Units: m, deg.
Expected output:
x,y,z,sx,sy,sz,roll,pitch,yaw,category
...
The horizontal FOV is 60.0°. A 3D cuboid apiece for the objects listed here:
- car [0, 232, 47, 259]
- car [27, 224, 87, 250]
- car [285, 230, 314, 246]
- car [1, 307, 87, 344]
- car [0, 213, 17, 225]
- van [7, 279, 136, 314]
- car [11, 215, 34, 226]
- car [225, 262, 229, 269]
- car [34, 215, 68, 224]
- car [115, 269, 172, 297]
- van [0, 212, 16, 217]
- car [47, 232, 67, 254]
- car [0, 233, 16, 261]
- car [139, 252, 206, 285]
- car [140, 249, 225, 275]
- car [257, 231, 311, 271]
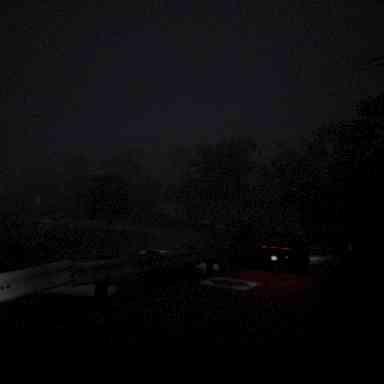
x,y,z,sx,sy,sz,roll,pitch,yaw,category
-16.089,4.556,28.682,5.566,2.045,2.435,1,-1,6,car
-13.581,4.694,34.003,5.566,2.045,2.435,1,-1,6,car
11.504,4.904,35.993,1.812,1.442,4.674,1,-5,3,car
-6.161,4.790,10.271,4.892,1.521,2.231,2,0,6,car
-29.937,4.916,56.963,2.002,1.452,4.674,1,0,7,car
-4.733,4.638,12.993,4.442,1.987,1.878,2,-1,6,van
-27.236,4.919,55.783,1.946,1.575,5.366,1,0,7,car
0.405,5.173,23.900,4.792,1.488,2.163,2,-1,6,car
-21.896,4.760,52.837,2.435,2.045,5.566,1,0,7,car
-3.511,4.806,15.712,4.553,1.767,2.185,2,0,6,car
-32.610,4.605,58.222,1.878,1.987,4.442,1,0,7,van
-14.815,4.906,31.353,4.792,1.488,2.163,1,-1,5,car
-17.372,4.487,26.016,5.566,2.045,2.435,1,-1,6,car
-2.257,4.749,18.438,5.566,2.045,2.435,2,0,6,car
-0.894,4.822,21.178,5.566,2.045,2.435,2,-1,6,car
4.601,2.860,16.416,2.128,1.511,4.902,1,-5,27,car
